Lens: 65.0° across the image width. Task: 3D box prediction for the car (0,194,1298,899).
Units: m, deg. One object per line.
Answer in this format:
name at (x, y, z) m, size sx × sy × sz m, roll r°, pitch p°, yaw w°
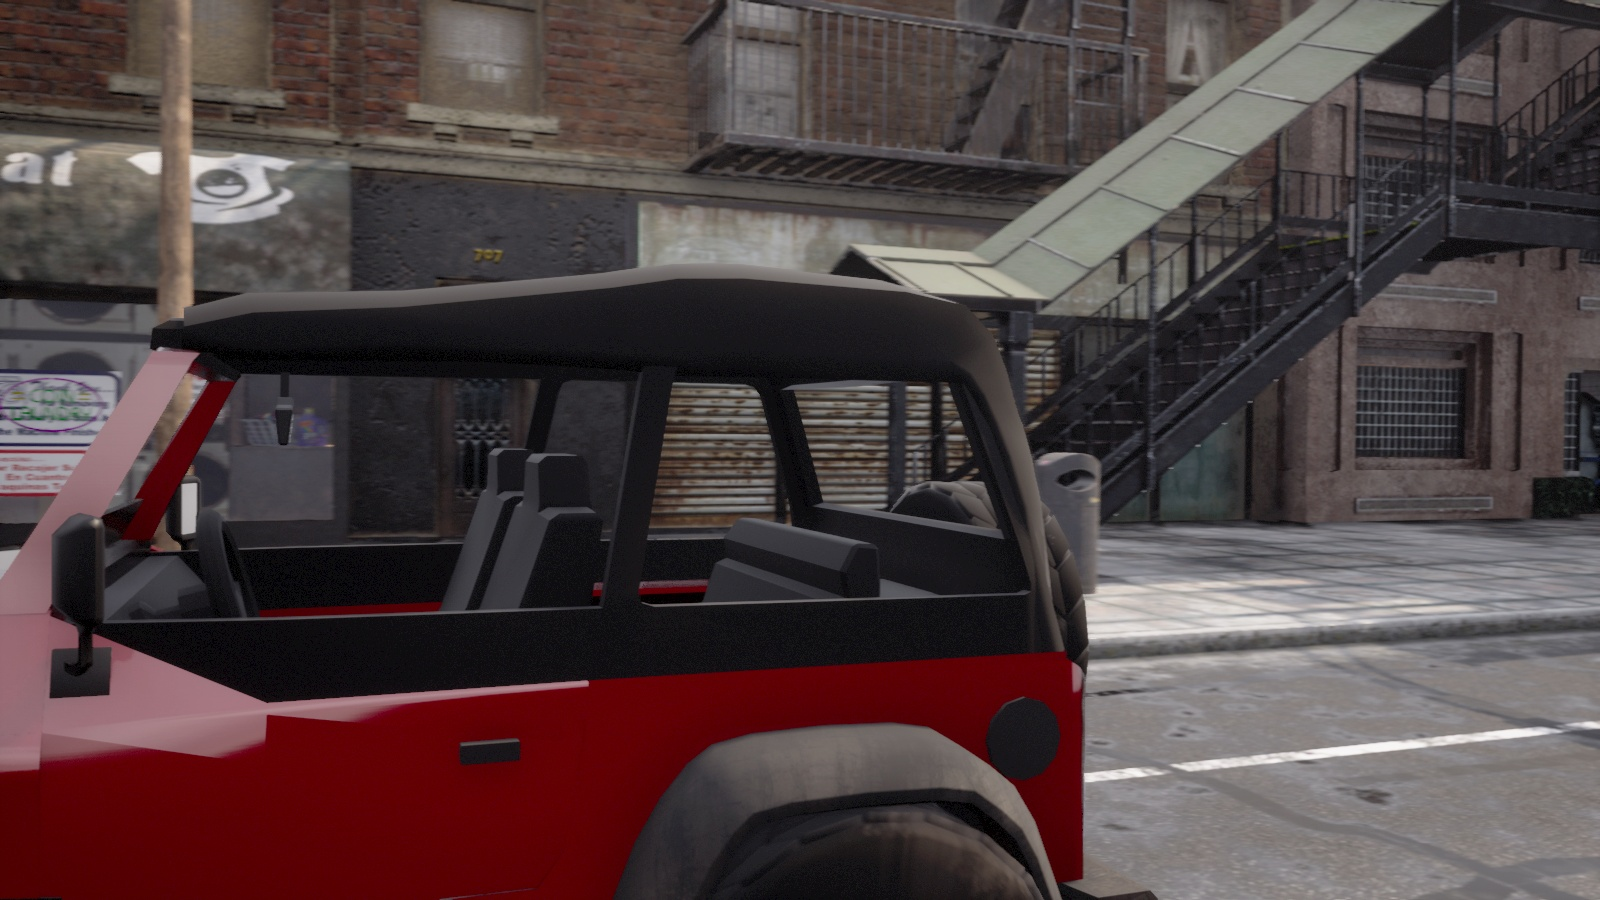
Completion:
car at (-1.112, 0.560, 2.814) m, size 3.866 × 1.878 × 1.905 m, roll -1°, pitch 1°, yaw -21°
